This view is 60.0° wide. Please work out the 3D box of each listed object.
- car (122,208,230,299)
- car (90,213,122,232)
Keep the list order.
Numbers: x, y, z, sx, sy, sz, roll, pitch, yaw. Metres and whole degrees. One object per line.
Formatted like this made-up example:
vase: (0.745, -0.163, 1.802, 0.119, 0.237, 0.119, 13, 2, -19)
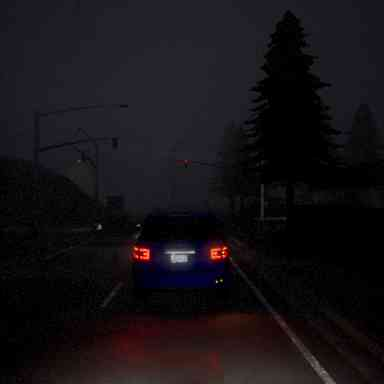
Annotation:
car: (-0.240, 1.439, 9.239, 2.150, 2.045, 5.566, 0, -1, 0)
car: (-5.186, 2.215, 24.384, 5.357, 1.411, 2.033, -2, -2, 36)
